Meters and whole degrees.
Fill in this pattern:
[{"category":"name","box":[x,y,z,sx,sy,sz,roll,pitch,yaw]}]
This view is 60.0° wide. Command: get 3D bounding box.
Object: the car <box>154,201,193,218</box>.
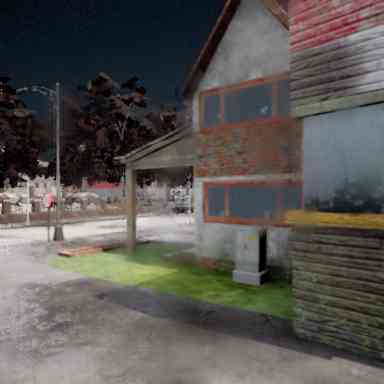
[{"category":"car","box":[-1.820,1.725,33.694,1.837,1.490,4.892,-1,0,35]}]
